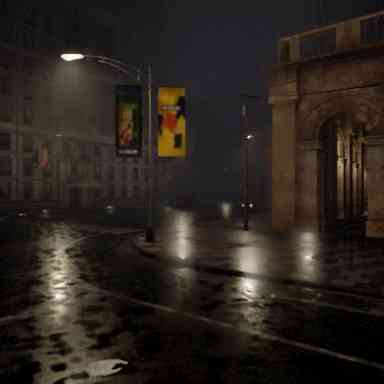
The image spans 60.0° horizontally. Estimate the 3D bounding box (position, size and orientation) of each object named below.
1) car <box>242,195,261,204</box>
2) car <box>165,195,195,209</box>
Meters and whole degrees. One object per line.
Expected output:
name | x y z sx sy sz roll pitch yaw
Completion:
car | 11.230 1.328 62.988 2.097 1.767 4.553 0 0 36
car | -1.606 1.330 45.334 2.097 1.767 4.553 0 0 36
